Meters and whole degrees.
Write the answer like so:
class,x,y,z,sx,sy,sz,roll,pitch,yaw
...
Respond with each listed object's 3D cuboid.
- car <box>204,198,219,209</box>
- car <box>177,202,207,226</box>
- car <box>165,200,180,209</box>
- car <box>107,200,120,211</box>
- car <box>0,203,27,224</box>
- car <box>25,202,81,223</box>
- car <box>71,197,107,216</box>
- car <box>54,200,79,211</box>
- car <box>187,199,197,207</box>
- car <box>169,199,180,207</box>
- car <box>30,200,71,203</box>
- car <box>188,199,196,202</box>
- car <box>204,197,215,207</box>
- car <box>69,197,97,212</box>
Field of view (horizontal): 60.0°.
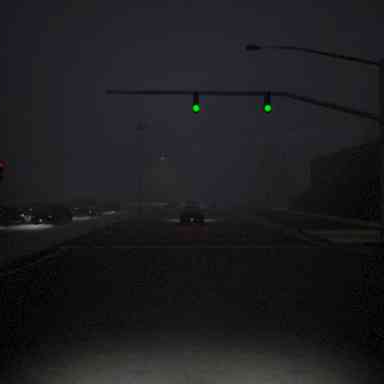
class,x,y,z,sx,sy,sz,roll,pitch,yaw
car,3.498,2.138,56.701,1.895,1.301,4.718,0,-1,0
car,-0.001,1.769,25.646,1.812,1.442,4.674,0,-1,0
car,-3.502,2.063,56.672,1.812,1.442,4.674,0,-1,0
car,-11.502,1.955,47.439,1.837,1.490,4.892,0,-1,0
car,-15.078,1.821,26.943,1.994,1.385,4.181,0,-1,0
car,-11.576,1.815,28.148,2.033,1.411,5.357,0,-1,0
car,-11.507,1.706,37.267,2.097,1.767,4.553,0,-1,0
car,-18.502,1.973,49.250,1.837,1.490,4.892,0,-1,0
car,-0.003,2.126,66.675,1.837,1.490,4.892,0,-1,0
car,-3.503,2.196,66.675,1.994,1.385,4.181,0,-1,0
car,-15.017,1.844,35.634,1.837,1.490,4.892,0,-1,0
car,-0.002,2.038,56.255,1.837,1.490,4.892,0,-1,0
car,3.497,1.988,66.647,2.097,1.767,4.553,0,-1,0
car,-15.002,1.660,46.196,2.150,2.045,5.566,0,-1,0
